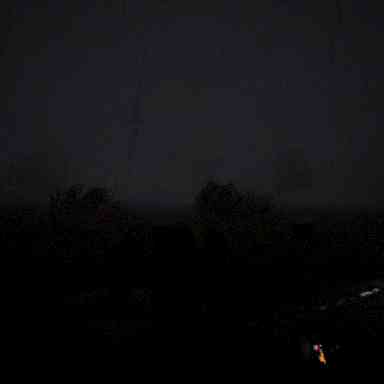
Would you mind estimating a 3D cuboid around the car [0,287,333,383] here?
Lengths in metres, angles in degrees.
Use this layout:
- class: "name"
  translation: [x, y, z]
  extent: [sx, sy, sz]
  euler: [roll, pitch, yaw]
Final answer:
- class: "car"
  translation: [-0.778, 1.566, 2.503]
  extent: [4.181, 1.385, 1.994]
  euler: [0, 0, -36]
